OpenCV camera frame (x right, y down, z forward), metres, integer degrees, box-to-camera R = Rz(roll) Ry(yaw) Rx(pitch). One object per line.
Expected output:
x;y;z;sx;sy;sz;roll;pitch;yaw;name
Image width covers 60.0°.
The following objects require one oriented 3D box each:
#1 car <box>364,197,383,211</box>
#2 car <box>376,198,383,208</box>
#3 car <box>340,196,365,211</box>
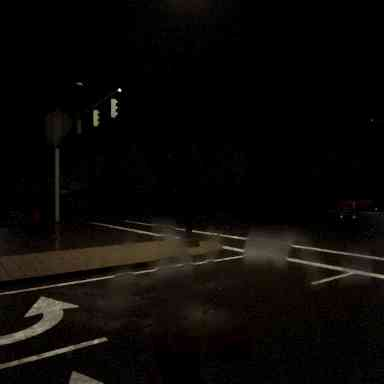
22.854;1.547;38.891;5.357;1.411;2.033;0;0;-35;car
28.069;1.563;46.884;4.181;1.385;1.994;0;0;-35;car
20.442;1.352;41.424;4.553;1.767;2.097;0;0;-36;car
